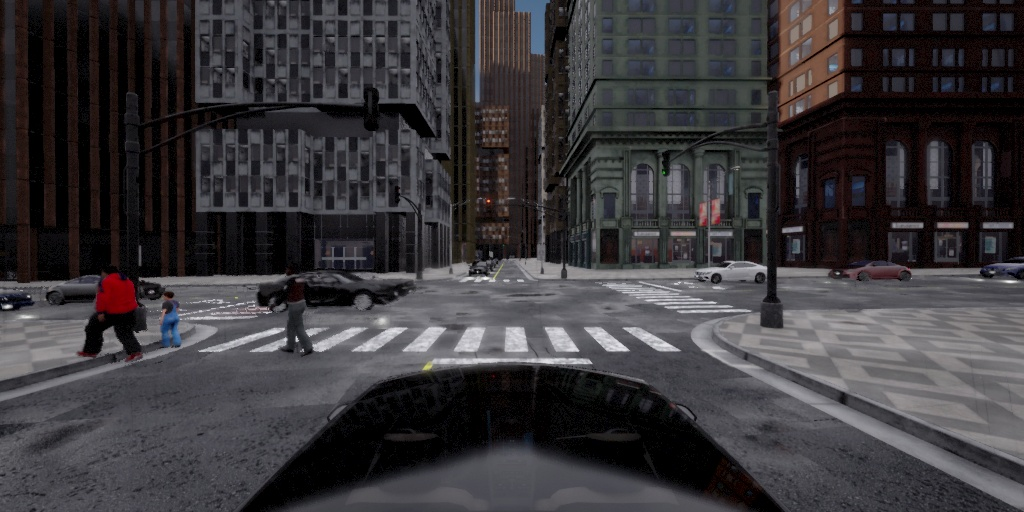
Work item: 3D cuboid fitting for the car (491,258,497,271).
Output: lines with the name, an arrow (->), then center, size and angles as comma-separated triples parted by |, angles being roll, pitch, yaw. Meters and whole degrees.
car -> -3.324, 1.223, 46.001 | 1.837, 1.490, 4.892 | 0, 0, 0

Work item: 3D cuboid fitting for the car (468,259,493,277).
car -> -3.235, 1.237, 36.008 | 1.837, 1.490, 4.892 | 0, 0, -1

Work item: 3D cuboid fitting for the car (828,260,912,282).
car -> 23.672, 0.959, 23.835 | 4.181, 1.385, 1.994 | -1, 0, 0

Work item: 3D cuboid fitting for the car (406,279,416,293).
car -> -7.080, 1.399, 17.057 | 4.718, 1.301, 1.895 | -1, 0, 0

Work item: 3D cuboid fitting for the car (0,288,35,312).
car -> -22.011, 1.596, 13.755 | 5.357, 1.411, 2.033 | -1, 0, 0

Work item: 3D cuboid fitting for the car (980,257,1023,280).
car -> 34.276, 0.788, 23.864 | 4.674, 1.442, 1.812 | -1, 0, 0

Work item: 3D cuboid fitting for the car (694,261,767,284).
car -> 14.595, 1.037, 23.809 | 4.674, 1.442, 1.812 | -1, 0, -1

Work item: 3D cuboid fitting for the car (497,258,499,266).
car -> -3.407, 1.301, 55.908 | 1.895, 1.301, 4.718 | 0, 0, 0

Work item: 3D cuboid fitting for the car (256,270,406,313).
car -> -6.980, 1.270, 13.796 | 5.008, 1.535, 1.882 | -2, 0, 0

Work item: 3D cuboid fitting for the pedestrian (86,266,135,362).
pedestrian -> -7.325, 1.002, 6.553 | 0.375, 1.860, 0.375 | 0, 0, 0

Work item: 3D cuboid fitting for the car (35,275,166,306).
car -> -19.112, 1.558, 17.013 | 4.181, 1.385, 1.994 | -1, 0, 0

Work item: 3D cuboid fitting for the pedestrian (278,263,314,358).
pedestrian -> -4.309, 1.043, 7.155 | 0.375, 1.860, 0.375 | 0, 0, 0

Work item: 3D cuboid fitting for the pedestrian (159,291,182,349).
pedestrian -> -7.438, 1.322, 7.810 | 0.375, 1.300, 0.375 | 0, 0, 0
